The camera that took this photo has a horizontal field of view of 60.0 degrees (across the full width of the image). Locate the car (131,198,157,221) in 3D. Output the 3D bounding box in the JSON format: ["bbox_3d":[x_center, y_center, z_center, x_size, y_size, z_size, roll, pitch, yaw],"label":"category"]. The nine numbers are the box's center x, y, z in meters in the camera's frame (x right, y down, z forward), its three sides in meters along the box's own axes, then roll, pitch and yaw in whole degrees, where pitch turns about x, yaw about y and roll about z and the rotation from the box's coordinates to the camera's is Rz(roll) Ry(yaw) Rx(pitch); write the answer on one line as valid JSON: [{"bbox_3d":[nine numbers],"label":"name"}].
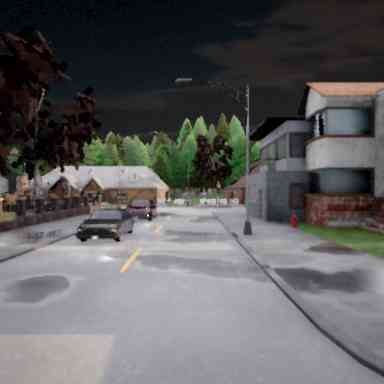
[{"bbox_3d":[-4.051,1.318,26.747,2.097,1.767,4.553,0,0,1],"label":"car"}]

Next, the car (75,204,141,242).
[{"bbox_3d":[-4.074,1.526,16.598,2.033,1.411,5.357,0,0,0],"label":"car"}]
